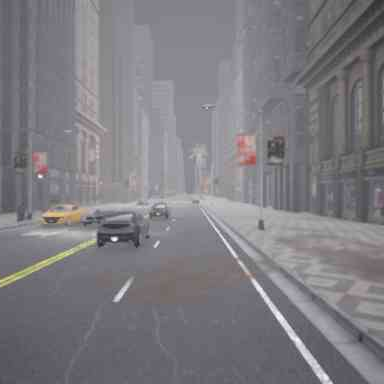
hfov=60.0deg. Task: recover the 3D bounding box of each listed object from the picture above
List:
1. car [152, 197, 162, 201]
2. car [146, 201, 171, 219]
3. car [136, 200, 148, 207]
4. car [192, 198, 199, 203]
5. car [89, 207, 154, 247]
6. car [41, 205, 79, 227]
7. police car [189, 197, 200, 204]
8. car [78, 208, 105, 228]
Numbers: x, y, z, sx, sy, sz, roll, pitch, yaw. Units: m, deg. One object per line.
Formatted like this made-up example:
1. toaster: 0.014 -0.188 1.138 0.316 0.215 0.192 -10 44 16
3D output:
1. car: -6.522 2.237 65.733 1.994 1.385 4.181 0 -1 0
2. car: -3.155 1.888 33.241 1.812 1.442 4.674 0 -1 0
3. car: -9.767 2.234 66.134 1.994 1.385 4.181 0 -1 0
4. car: 0.958 2.480 95.251 1.812 1.442 4.674 0 -1 0
5. car: -3.153 1.681 15.964 1.837 1.490 4.892 0 -1 0
6. car: -9.852 1.759 25.751 1.882 1.535 5.008 0 -1 0
7. police car: 0.960 2.292 85.362 1.930 1.638 5.238 0 -1 0
8. car: -6.603 1.872 24.805 1.895 1.301 4.718 0 -1 0
